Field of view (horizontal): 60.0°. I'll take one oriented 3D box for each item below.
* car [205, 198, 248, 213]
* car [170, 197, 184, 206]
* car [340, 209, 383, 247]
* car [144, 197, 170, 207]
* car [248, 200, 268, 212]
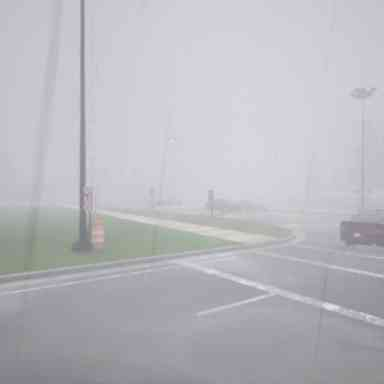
[{"bbox_3d":[3.498,1.459,37.017,1.882,1.535,5.008,0,0,-35],"label":"car"},{"bbox_3d":[-3.041,1.548,52.662,1.994,1.385,4.181,0,0,-35],"label":"car"},{"bbox_3d":[8.210,1.466,13.908,5.008,1.535,1.882,0,0,-35],"label":"car"},{"bbox_3d":[-5.556,1.547,50.140,1.994,1.385,4.181,0,0,-35],"label":"car"},{"bbox_3d":[6.506,1.579,38.819,1.895,1.301,4.718,0,0,-35],"label":"car"}]
